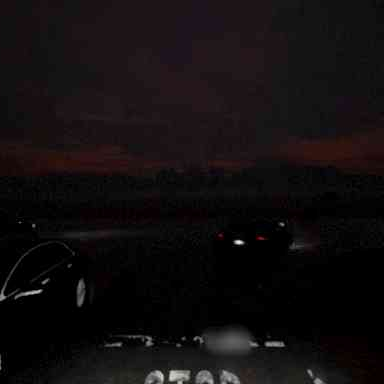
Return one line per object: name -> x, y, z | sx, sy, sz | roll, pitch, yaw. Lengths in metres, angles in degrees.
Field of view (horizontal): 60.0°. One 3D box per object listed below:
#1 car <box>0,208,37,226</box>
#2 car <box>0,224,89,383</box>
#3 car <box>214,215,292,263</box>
car -> -11.235, 1.613, 18.562 | 4.902, 1.511, 2.128 | 0, 2, 2
car -> -2.991, 1.503, 4.873 | 1.837, 1.490, 4.892 | 0, 0, 0
car -> 2.345, 1.560, 12.249 | 1.994, 1.385, 4.181 | 2, 0, 25
